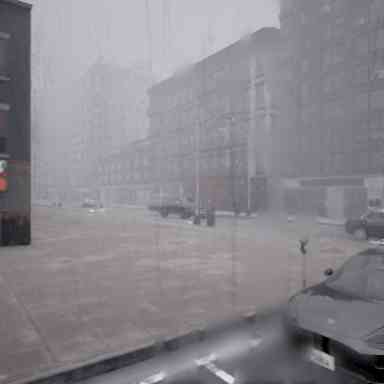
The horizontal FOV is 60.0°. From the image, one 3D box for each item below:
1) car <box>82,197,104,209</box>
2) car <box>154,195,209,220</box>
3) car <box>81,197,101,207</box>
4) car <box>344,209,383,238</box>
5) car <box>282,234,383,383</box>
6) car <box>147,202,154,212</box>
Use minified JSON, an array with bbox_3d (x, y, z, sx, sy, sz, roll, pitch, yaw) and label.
[{"bbox_3d":[-14.430,1.699,48.434,1.812,1.442,4.674,0,0,-35],"label":"car"},{"bbox_3d":[-0.776,1.326,29.121,2.150,2.045,5.566,0,0,-35],"label":"car"},{"bbox_3d":[-17.658,1.681,57.893,1.882,1.535,5.008,0,0,-36],"label":"car"},{"bbox_3d":[9.380,1.560,14.874,1.837,1.490,4.892,0,1,-35],"label":"car"},{"bbox_3d":[3.288,1.581,5.158,4.313,1.339,1.947,0,0,-36],"label":"car"},{"bbox_3d":[-3.421,1.620,37.915,2.128,1.511,4.902,0,0,-35],"label":"car"}]
